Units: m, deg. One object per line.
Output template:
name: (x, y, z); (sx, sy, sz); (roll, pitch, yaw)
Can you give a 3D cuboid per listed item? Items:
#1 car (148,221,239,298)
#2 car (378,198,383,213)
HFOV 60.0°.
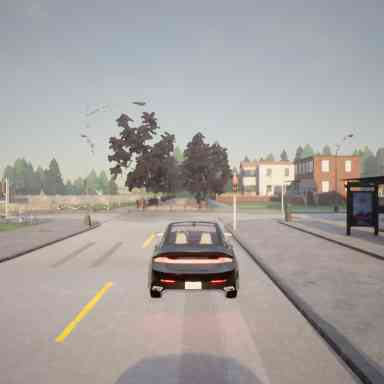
car: (0.049, 1.492, 8.484); (2.128, 1.511, 4.902); (0, 0, 1)
car: (18.442, 1.352, 33.377); (4.553, 1.767, 2.097); (0, 0, 0)
